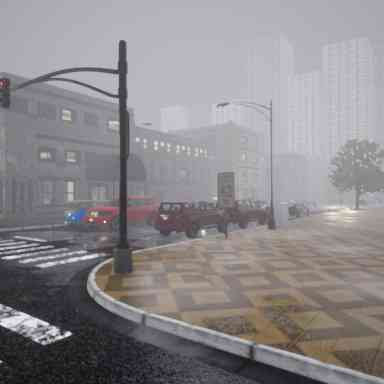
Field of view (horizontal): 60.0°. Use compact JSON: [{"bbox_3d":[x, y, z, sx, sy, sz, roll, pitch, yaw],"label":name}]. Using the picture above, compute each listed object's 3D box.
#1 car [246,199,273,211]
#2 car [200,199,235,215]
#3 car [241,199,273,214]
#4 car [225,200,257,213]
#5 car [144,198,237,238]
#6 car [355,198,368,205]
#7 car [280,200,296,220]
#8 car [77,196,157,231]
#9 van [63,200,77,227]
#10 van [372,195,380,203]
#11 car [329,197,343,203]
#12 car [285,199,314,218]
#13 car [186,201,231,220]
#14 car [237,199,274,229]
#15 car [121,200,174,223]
[{"bbox_3d":[9.237,1.721,45.198,2.008,1.369,4.403,-1,-1,35],"label":"car"},{"bbox_3d":[2.847,1.569,36.187,1.967,1.590,4.097,-1,-1,35],"label":"car"},{"bbox_3d":[7.581,1.638,38.355,1.837,1.490,4.892,0,0,36],"label":"car"},{"bbox_3d":[6.042,1.700,40.691,2.008,1.369,4.403,-1,-1,35],"label":"car"},{"bbox_3d":[0.099,1.349,17.823,2.192,1.841,5.009,-1,-1,35],"label":"car"},{"bbox_3d":[32.050,1.800,62.885,2.008,1.369,4.403,-1,-1,35],"label":"car"},{"bbox_3d":[6.490,1.616,26.834,1.887,1.381,4.507,-1,-1,35],"label":"car"},{"bbox_3d":[-4.285,1.284,21.647,2.150,2.045,5.566,0,0,35],"label":"car"},{"bbox_3d":[-6.738,1.413,22.667,1.690,1.788,3.998,-1,0,35],"label":"van"},{"bbox_3d":[44.828,1.693,80.914,1.690,1.788,3.998,-1,-1,35],"label":"van"},{"bbox_3d":[34.796,1.914,81.249,2.008,1.369,4.403,-1,-1,35],"label":"car"},{"bbox_3d":[9.686,1.657,31.341,1.947,1.339,4.313,-1,-1,35],"label":"car"},{"bbox_3d":[1.550,1.621,29.858,1.812,1.442,4.674,0,0,36],"label":"car"},{"bbox_3d":[3.294,1.367,22.330,2.192,1.841,5.009,-1,-1,35],"label":"car"},{"bbox_3d":[-3.543,1.530,27.173,1.967,1.590,4.097,-1,-1,35],"label":"car"}]
